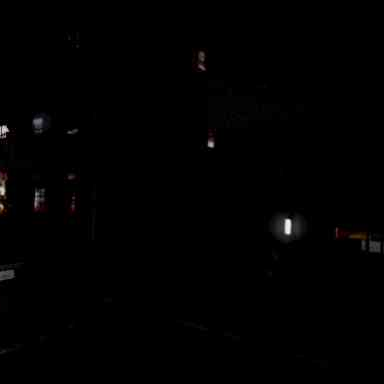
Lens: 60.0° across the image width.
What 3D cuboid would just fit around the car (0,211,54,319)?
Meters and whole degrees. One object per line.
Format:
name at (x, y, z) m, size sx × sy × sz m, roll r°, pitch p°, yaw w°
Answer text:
car at (-4.611, 1.259, 6.148) m, size 5.009 × 1.841 × 2.192 m, roll 1°, pitch 1°, yaw 36°
